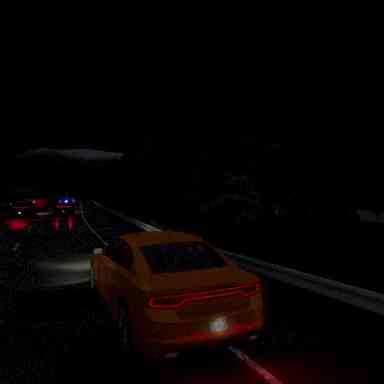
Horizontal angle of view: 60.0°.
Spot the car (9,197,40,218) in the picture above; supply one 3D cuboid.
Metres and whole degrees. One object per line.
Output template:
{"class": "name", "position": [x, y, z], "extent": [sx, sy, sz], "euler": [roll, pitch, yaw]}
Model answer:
{"class": "car", "position": [-15.245, 1.505, 30.105], "extent": [1.837, 1.490, 4.892], "euler": [0, 0, -20]}

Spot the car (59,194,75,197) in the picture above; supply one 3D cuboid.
{"class": "car", "position": [-15.532, 1.221, 41.395], "extent": [2.150, 2.045, 5.566], "euler": [0, 0, -19]}

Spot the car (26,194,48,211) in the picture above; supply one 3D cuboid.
{"class": "car", "position": [-18.692, 1.221, 39.989], "extent": [2.150, 2.045, 5.566], "euler": [0, 0, -19]}

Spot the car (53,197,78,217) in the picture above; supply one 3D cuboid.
{"class": "car", "position": [-12.074, 1.492, 31.505], "extent": [2.128, 1.511, 4.902], "euler": [0, 0, -19]}

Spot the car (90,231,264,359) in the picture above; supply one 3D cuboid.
{"class": "car", "position": [-0.709, 1.478, 6.309], "extent": [1.882, 1.535, 5.008], "euler": [0, 0, -25]}
